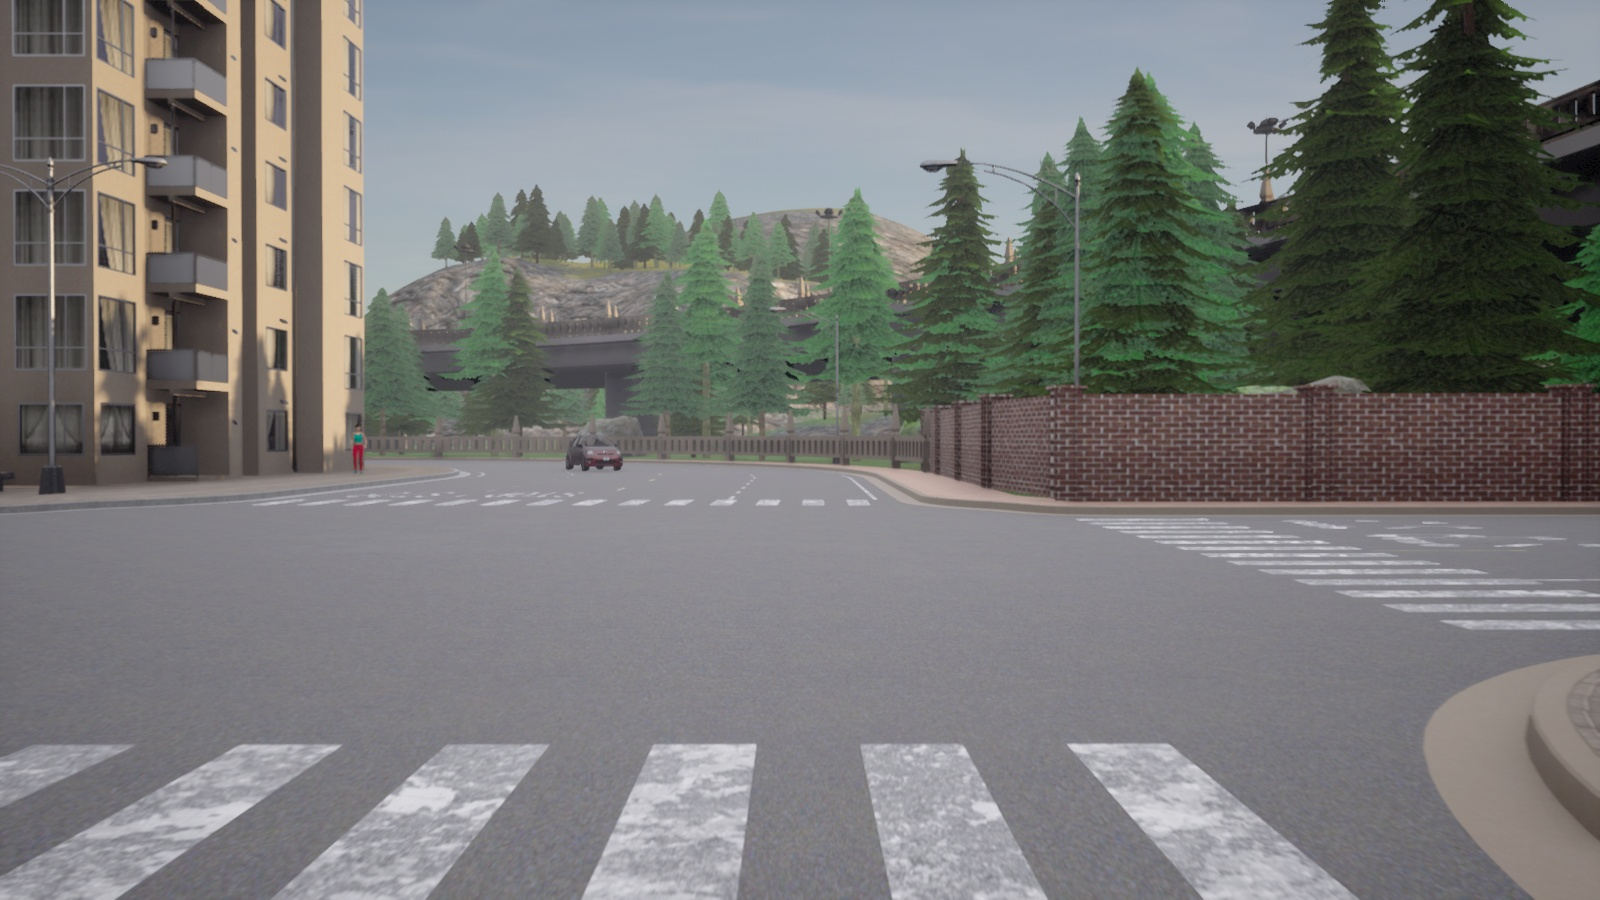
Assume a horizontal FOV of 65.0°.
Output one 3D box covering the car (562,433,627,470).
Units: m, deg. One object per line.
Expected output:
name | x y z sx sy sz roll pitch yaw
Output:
car | -9.292 0.049 56.578 1.851 1.617 3.988 0 1 -25

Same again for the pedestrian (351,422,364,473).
pedestrian | -16.165 -0.090 45.857 0.345 1.836 0.594 0 1 -11
